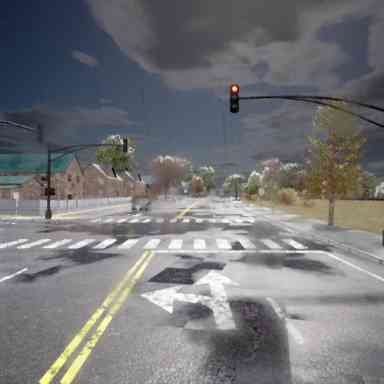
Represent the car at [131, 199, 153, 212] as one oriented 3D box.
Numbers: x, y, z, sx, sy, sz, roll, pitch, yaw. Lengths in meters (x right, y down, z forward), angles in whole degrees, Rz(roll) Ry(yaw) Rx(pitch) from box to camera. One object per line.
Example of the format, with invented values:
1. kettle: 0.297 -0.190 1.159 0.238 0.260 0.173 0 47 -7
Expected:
1. car: -5.731 1.547 38.494 2.128 1.511 4.902 0 0 2
